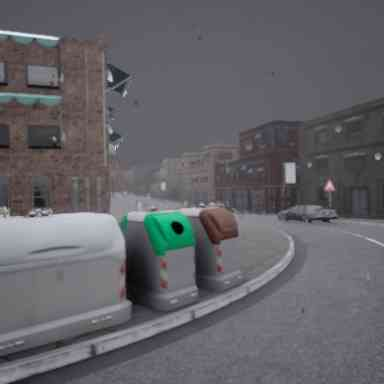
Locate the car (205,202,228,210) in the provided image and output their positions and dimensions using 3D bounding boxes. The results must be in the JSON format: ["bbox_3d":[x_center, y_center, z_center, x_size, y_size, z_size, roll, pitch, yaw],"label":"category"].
[{"bbox_3d":[2.239,2.034,34.362,1.882,1.535,5.008,-1,-2,-19],"label":"car"}]

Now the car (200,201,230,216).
[{"bbox_3d":[2.865,2.087,42.272,2.097,1.767,4.553,-1,-3,-19],"label":"car"}]

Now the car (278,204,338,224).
[{"bbox_3d":[8.619,1.614,25.258,2.033,1.411,5.357,-1,-2,-16],"label":"car"}]

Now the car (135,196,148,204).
[{"bbox_3d":[-11.173,1.920,73.462,2.150,2.045,5.566,-1,2,-19],"label":"car"}]
